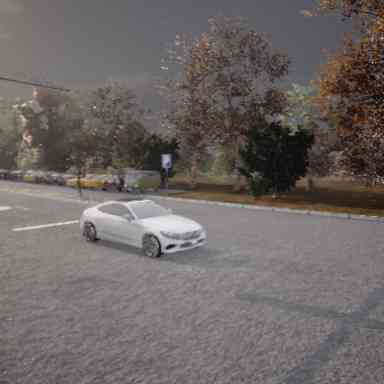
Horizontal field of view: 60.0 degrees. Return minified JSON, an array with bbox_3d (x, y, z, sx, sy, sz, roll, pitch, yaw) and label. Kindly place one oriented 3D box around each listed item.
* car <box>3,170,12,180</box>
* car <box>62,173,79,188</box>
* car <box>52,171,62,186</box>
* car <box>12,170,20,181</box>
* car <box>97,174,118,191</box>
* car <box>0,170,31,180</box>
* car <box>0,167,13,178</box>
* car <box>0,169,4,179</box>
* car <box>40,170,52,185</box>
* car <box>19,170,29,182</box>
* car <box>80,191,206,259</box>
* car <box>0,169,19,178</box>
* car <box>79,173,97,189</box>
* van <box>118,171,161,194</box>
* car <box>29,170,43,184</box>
[{"bbox_3d":[-24.095,-2.385,48.432,2.097,1.535,5.008,3,5,24],"label":"car"},{"bbox_3d":[-11.177,-1.257,36.182,1.946,1.575,5.366,3,5,22],"label":"car"},{"bbox_3d":[-13.308,-1.410,38.337,2.002,1.452,4.674,2,4,23],"label":"car"},{"bbox_3d":[-21.938,-2.323,46.408,2.185,1.767,4.553,3,5,24],"label":"car"},{"bbox_3d":[-6.704,-1.024,32.389,2.185,1.767,4.553,2,4,22],"label":"car"},{"bbox_3d":[-28.309,-2.739,52.602,2.163,1.488,4.792,3,5,25],"label":"car"},{"bbox_3d":[-34.591,-3.468,58.821,2.185,1.767,4.553,3,5,26],"label":"car"},{"bbox_3d":[-26.219,-2.543,50.467,2.163,1.488,4.792,3,5,25],"label":"car"},{"bbox_3d":[-15.490,-1.595,40.330,2.002,1.452,4.674,2,4,23],"label":"car"},{"bbox_3d":[-19.741,-2.022,44.529,1.946,1.575,5.366,3,5,24],"label":"car"},{"bbox_3d":[-1.715,0.957,10.493,4.674,1.442,1.812,4,5,39],"label":"car"},{"bbox_3d":[-32.508,-3.150,56.743,2.097,1.535,5.008,3,5,26],"label":"car"},{"bbox_3d":[-8.839,-1.097,34.557,1.946,1.575,5.366,2,4,22],"label":"car"},{"bbox_3d":[-4.501,-0.938,30.361,1.878,1.987,4.442,3,5,21],"label":"van"},{"bbox_3d":[-17.668,-1.944,42.300,2.185,1.767,4.553,3,4,23],"label":"car"}]
